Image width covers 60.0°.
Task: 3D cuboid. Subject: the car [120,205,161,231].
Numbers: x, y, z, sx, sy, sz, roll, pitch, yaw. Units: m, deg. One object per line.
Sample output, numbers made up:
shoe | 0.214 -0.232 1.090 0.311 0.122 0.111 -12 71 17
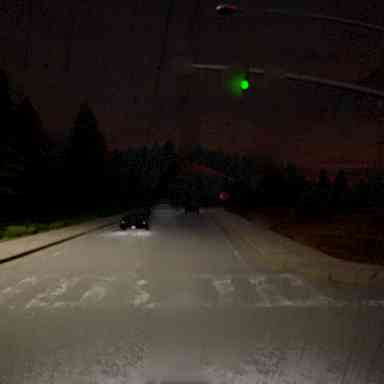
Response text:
car | -3.595 1.825 23.095 2.033 1.411 5.357 0 -1 0

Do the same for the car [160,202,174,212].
car | -3.542 2.129 46.864 1.994 1.385 4.181 0 -1 0

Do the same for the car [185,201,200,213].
car | 0.051 2.055 46.686 1.882 1.535 5.008 0 -1 1
